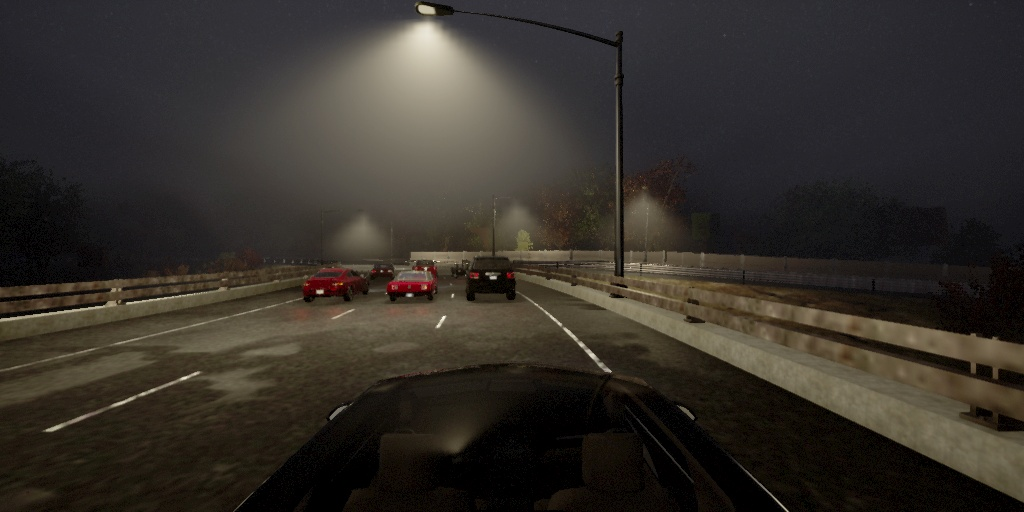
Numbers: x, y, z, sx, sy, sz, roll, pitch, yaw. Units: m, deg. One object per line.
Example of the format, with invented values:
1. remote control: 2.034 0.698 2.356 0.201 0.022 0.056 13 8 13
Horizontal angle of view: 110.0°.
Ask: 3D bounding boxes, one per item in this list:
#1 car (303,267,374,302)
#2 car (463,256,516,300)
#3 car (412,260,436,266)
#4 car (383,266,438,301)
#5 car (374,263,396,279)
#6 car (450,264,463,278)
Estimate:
1. car: -8.095 1.281 16.781 1.812 1.442 4.674 0 0 -8
2. car: -1.171 1.006 17.809 2.150 2.045 5.566 0 0 -8
3. car: -7.969 1.114 32.625 2.097 1.767 4.553 0 0 -16
4. car: -4.635 1.364 17.310 1.895 1.301 4.718 0 0 -8
5. car: -11.335 1.311 31.669 2.033 1.411 5.357 0 0 -16
6. car: -4.627 1.365 33.669 1.895 1.301 4.718 0 0 -16
